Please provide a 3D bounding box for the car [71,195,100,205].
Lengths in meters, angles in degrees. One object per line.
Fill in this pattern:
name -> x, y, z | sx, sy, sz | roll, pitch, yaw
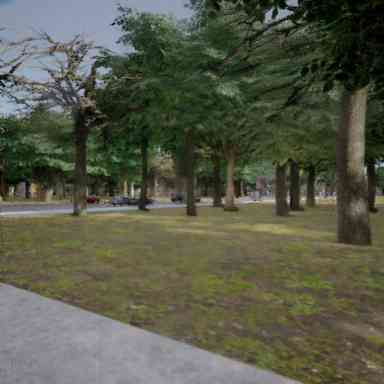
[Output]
car -> -17.654, 1.345, 55.093 | 1.882, 1.535, 5.008 | 0, 0, 36

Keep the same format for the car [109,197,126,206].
car -> -10.794, 1.453, 53.384 | 2.033, 1.411, 5.357 | 0, 0, 36

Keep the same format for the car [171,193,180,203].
car -> -1.934, 1.158, 65.848 | 2.150, 2.045, 5.566 | 0, 0, 35

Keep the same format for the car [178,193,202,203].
car -> 0.025, 1.451, 62.996 | 1.837, 1.490, 4.892 | 0, 0, 35

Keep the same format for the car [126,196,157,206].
car -> -7.552, 1.430, 52.318 | 1.837, 1.490, 4.892 | 0, 1, 36
